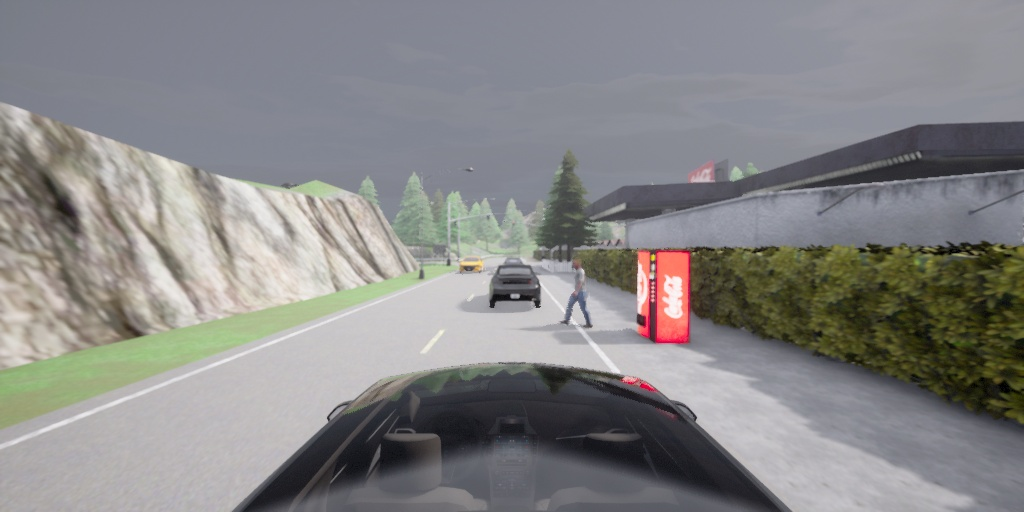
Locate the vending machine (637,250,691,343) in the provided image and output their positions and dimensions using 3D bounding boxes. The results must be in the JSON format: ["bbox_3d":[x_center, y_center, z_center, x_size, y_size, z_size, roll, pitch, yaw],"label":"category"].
[{"bbox_3d":[3.496,0.842,8.361,1.100,2.100,0.880,0,0,0],"label":"vending machine"}]

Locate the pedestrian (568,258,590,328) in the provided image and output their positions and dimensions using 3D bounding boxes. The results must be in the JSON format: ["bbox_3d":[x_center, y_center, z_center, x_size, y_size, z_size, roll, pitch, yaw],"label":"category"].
[{"bbox_3d":[1.725,0.926,9.275,0.375,1.860,0.375,0,1,0],"label":"pedestrian"}]

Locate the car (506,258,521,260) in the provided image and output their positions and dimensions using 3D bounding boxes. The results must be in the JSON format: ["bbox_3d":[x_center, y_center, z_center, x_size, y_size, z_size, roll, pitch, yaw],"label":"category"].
[{"bbox_3d":[0.096,0.837,30.952,2.033,1.411,5.357,0,1,0],"label":"car"}]

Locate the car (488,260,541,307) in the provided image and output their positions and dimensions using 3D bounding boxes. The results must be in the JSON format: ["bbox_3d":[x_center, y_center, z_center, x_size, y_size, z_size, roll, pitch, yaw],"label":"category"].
[{"bbox_3d":[0.103,1.056,14.241,1.837,1.490,4.892,0,1,0],"label":"car"}]

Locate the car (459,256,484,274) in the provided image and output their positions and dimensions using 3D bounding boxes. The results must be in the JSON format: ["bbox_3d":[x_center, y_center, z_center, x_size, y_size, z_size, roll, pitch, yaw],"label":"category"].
[{"bbox_3d":[-3.577,0.744,32.347,1.882,1.535,5.008,0,1,0],"label":"car"}]
